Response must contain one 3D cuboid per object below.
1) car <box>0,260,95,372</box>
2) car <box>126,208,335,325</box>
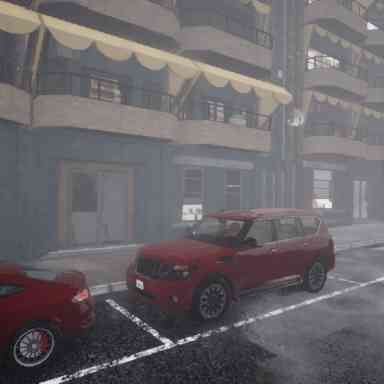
[{"bbox_3d":[-3.374,1.582,4.137,4.206,1.307,1.802,0,1,-35],"label":"car"},{"bbox_3d":[1.124,1.318,7.341,5.009,1.841,2.192,0,1,-35],"label":"car"}]
